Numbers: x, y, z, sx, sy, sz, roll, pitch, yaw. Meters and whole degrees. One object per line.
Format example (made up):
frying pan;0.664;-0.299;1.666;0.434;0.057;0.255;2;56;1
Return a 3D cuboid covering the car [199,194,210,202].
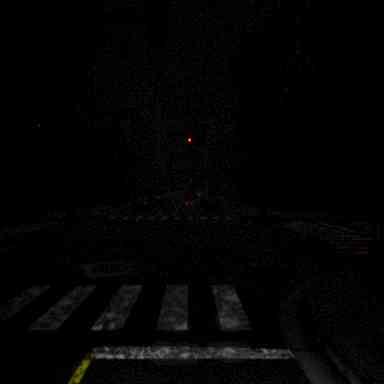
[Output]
car;2.331;1.300;48.150;1.802;1.307;4.206;0;0;0

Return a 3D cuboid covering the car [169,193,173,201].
car;-5.676;1.055;70.198;1.967;1.590;4.097;0;0;0

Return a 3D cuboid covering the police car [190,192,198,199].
police car;0.554;0.953;91.205;1.930;1.638;5.238;0;0;0

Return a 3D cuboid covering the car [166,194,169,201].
car;-5.685;1.215;59.177;2.008;1.369;4.403;0;0;0

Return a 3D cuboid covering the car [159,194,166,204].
car;-5.689;1.273;53.666;1.802;1.307;4.206;0;0;0

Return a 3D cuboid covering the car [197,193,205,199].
car;2.362;0.986;86.724;1.967;1.590;4.097;0;0;0

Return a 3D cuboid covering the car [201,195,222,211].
car;2.322;1.343;37.127;1.947;1.339;4.313;0;0;0

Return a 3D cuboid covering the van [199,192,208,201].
van;2.349;0.956;70.191;1.690;1.788;3.998;0;0;0

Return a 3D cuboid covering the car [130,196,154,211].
car;-5.703;1.217;37.134;1.967;1.590;4.097;0;0;0

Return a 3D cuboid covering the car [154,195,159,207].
car;-5.698;1.187;42.644;1.967;1.590;4.097;0;0;0

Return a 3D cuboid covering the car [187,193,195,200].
car;-0.284;0.951;74.660;1.812;1.442;4.674;0;0;0

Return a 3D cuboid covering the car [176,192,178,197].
car;-5.658;1.068;92.242;1.887;1.381;4.507;0;0;0

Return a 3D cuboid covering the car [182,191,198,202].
car;-0.293;0.862;64.304;2.150;2.045;5.566;0;0;0

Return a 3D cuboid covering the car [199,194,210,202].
car;2.344;1.189;64.681;2.008;1.369;4.403;0;0;0

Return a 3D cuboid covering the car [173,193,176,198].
car;-5.667;1.120;81.220;2.008;1.369;4.403;0;0;0

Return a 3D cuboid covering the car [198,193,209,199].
car;2.335;1.257;53.660;1.947;1.339;4.313;0;0;0

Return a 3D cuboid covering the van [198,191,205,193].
van;2.340;1.005;59.169;1.690;1.788;3.998;0;0;0
